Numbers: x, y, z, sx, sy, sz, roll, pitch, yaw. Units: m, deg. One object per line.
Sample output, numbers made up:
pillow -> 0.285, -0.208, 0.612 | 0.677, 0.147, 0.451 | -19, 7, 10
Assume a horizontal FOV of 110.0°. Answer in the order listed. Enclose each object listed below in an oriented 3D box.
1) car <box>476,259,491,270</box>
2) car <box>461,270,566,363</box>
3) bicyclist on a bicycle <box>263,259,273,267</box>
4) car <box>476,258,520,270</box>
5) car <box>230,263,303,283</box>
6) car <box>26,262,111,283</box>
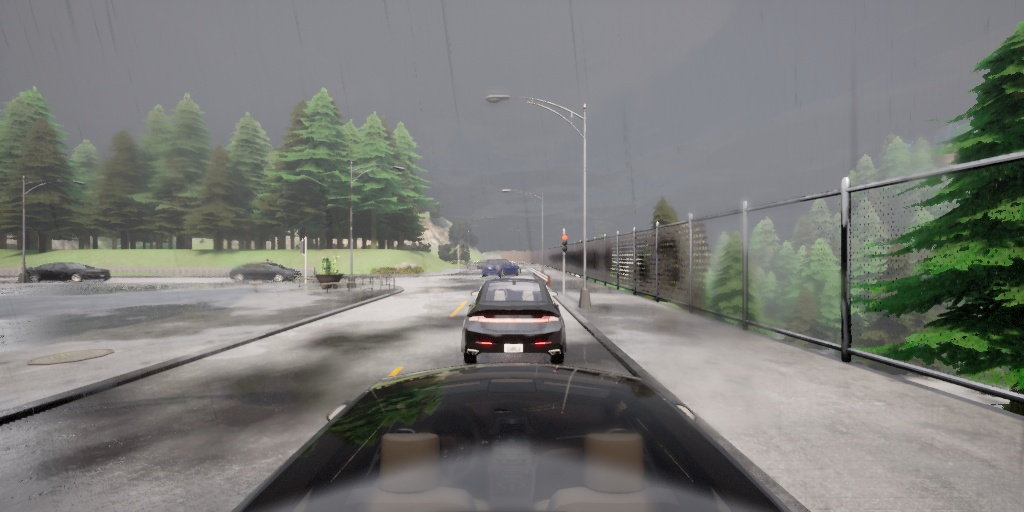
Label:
car -> -4.084, 1.255, 52.501 | 1.837, 1.490, 4.892 | 0, 0, 0
car -> 0.048, 1.241, 8.081 | 2.128, 1.511, 4.902 | 0, 0, 1
bicyclist on a bicycle -> -24.148, 1.099, 35.566 | 0.582, 1.620, 1.656 | 0, 0, 0
car -> -0.966, 1.102, 33.900 | 2.097, 1.767, 4.553 | 0, 0, 29
car -> -18.540, 1.255, 27.164 | 4.892, 1.490, 1.837 | 0, 0, 0
car -> -33.542, 1.227, 27.180 | 5.008, 1.535, 1.882 | 0, 0, 0
